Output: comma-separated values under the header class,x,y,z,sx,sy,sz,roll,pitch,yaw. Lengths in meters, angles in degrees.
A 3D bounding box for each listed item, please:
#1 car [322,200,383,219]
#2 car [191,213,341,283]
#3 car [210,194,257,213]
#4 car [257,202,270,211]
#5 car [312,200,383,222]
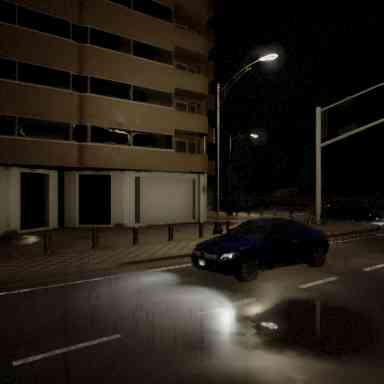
class,x,y,z,sx,sy,sz,roll,pitch,yaw
car,14.581,1.561,30.373,1.837,1.490,4.892,0,0,-36
car,2.155,1.526,9.784,4.674,1.442,1.812,0,0,-35
car,4.421,1.276,38.449,2.150,2.045,5.566,0,0,-37
car,7.188,1.656,40.610,1.895,1.301,4.718,0,0,-36
car,12.414,1.603,26.997,2.033,1.411,5.357,0,0,-31
